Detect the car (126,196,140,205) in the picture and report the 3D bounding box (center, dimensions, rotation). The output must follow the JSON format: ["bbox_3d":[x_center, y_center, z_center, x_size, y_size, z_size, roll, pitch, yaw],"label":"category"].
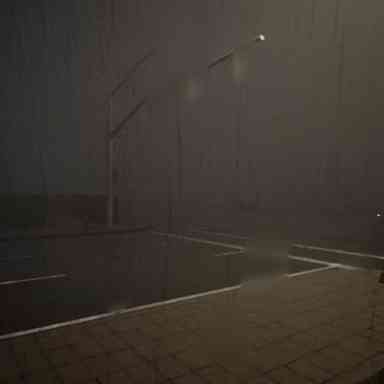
[{"bbox_3d":[-12.294,1.596,67.229,2.097,1.767,4.553,1,0,-35],"label":"car"}]

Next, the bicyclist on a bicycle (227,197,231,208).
[{"bbox_3d":[5.403,1.573,48.625,0.582,1.620,1.656,0,0,21],"label":"bicyclist on a bicycle"}]

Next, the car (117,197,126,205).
[{"bbox_3d":[-15.227,1.720,65.399,1.837,1.490,4.892,1,0,-35],"label":"car"}]

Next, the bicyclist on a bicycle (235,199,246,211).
[{"bbox_3d":[6.397,1.709,43.715,1.656,1.620,0.582,0,0,-23],"label":"bicyclist on a bicycle"}]
